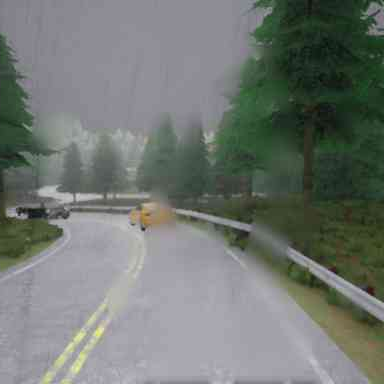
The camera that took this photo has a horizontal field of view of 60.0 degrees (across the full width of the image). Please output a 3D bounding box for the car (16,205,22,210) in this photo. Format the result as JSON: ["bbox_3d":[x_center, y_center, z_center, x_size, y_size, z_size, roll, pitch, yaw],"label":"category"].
[{"bbox_3d":[-18.754,1.904,38.479,4.181,1.385,1.994,-3,2,42],"label":"car"}]

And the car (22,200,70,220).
[{"bbox_3d":[-12.559,1.592,29.001,4.553,1.767,2.097,-2,2,43],"label":"car"}]

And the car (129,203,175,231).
[{"bbox_3d":[-2.542,1.383,20.206,1.882,1.535,5.008,-1,0,-21],"label":"car"}]
